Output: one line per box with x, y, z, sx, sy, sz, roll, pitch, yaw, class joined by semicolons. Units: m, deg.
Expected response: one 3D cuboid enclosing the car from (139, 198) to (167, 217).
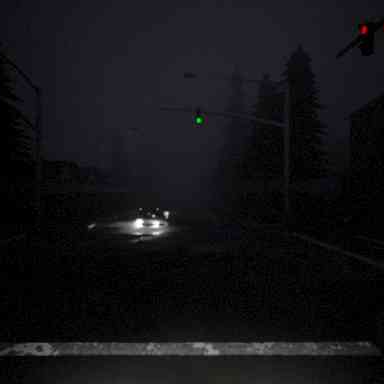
-3.610;1.517;30.166;1.895;1.301;4.718;0;0;0;car

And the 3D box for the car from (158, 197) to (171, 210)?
-3.596;1.393;40.291;1.837;1.490;4.892;0;0;0;car
